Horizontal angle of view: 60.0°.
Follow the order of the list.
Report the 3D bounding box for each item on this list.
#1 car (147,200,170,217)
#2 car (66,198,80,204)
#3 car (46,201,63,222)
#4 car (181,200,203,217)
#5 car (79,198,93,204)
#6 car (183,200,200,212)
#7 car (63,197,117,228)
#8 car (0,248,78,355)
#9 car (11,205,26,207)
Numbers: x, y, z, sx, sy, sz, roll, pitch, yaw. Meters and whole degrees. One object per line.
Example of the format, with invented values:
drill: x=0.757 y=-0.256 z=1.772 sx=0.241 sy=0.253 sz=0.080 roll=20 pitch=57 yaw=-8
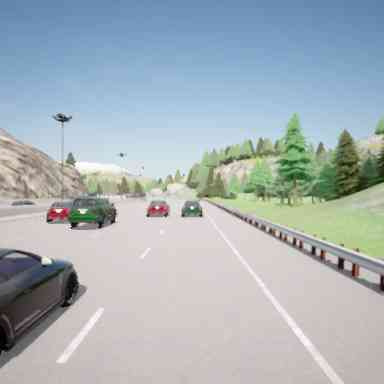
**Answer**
car: x=-3.481 y=1.608 z=35.183 sx=2.097 sy=1.767 sz=4.553 roll=0 pitch=0 yaw=0
car: x=-28.183 y=2.099 z=78.942 sx=1.812 sy=1.442 sz=4.674 roll=0 pitch=0 yaw=0
car: x=-10.466 y=1.558 z=28.195 sx=2.097 sy=1.767 sz=4.553 roll=0 pitch=0 yaw=0
car: x=0.012 y=1.599 z=34.013 sx=2.097 sy=1.767 sz=4.553 roll=0 pitch=0 yaw=0
car: x=-24.680 y=2.161 z=77.670 sx=1.895 sy=1.301 sz=4.718 roll=0 pitch=0 yaw=0
car: x=-0.032 y=1.814 z=44.265 sx=2.128 sy=1.511 sz=4.902 roll=0 pitch=0 yaw=0
car: x=-6.955 y=1.397 z=23.807 sx=2.150 sy=2.045 sz=5.566 roll=0 pitch=0 yaw=0
car: x=-3.413 y=1.605 z=5.453 sx=1.994 sy=1.385 sz=4.181 roll=0 pitch=0 yaw=0
car: x=-21.194 y=1.806 z=41.177 sx=1.837 sy=1.490 sz=4.892 roll=0 pitch=0 yaw=0
